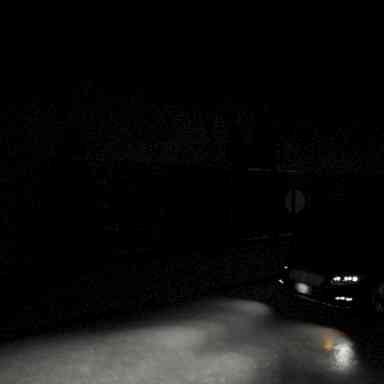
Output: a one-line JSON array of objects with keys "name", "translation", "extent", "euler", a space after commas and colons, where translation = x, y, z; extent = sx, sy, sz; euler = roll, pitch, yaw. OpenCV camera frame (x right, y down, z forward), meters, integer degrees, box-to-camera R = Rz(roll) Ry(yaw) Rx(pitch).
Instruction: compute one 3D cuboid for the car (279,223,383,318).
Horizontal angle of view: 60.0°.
[{"name": "car", "translation": [4.008, 1.482, 7.452], "extent": [4.902, 1.511, 2.128], "euler": [0, 0, -35]}]
